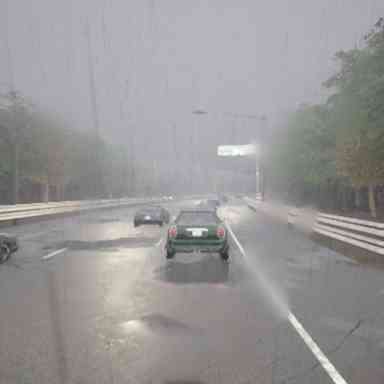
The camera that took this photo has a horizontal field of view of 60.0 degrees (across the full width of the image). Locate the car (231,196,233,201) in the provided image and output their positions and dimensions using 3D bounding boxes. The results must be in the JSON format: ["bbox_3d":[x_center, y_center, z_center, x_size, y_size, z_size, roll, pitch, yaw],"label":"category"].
[{"bbox_3d":[10.102,1.693,89.836,1.895,1.301,4.718,0,0,13],"label":"car"}]

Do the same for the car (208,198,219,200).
[{"bbox_3d":[1.482,1.618,33.710,1.994,1.385,4.181,0,0,5],"label":"car"}]

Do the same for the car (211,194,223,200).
[{"bbox_3d":[3.372,1.551,51.202,1.882,1.535,5.008,0,0,7],"label":"car"}]

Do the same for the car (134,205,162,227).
[{"bbox_3d":[-2.687,1.598,23.076,1.994,1.385,4.181,0,0,4],"label":"car"}]

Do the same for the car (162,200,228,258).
[{"bbox_3d":[0.238,1.378,12.993,2.097,1.767,4.553,0,0,2],"label":"car"}]

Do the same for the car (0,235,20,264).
[{"bbox_3d":[-6.807,1.550,8.780,2.033,1.411,5.357,0,0,1],"label":"car"}]

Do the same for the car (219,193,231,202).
[{"bbox_3d":[6.646,1.314,72.540,2.150,2.045,5.566,0,0,11],"label":"car"}]
